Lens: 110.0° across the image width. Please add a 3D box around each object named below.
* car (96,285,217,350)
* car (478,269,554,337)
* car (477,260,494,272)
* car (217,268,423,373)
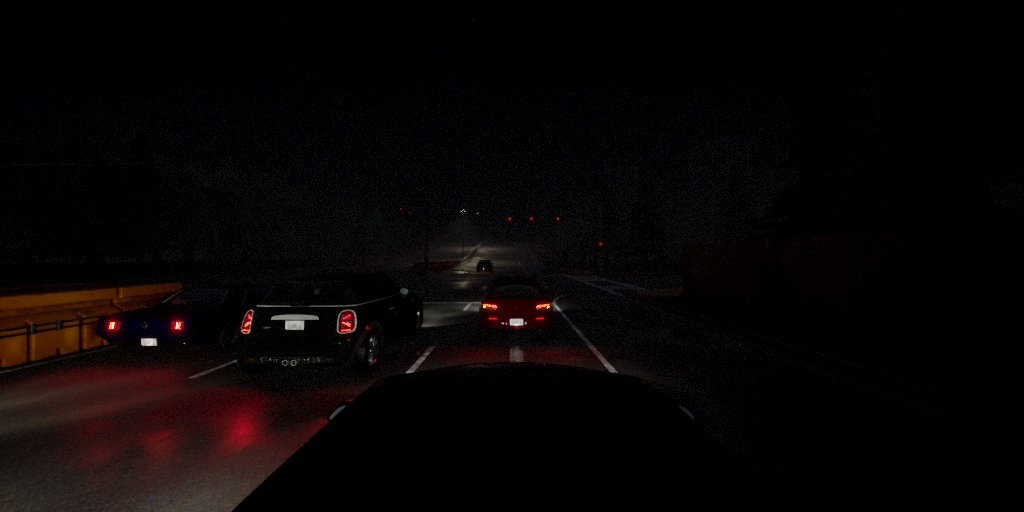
[{"bbox_3d":[-6.902,1.351,9.044,1.895,1.301,4.718,0,0,0],"label":"car"},{"bbox_3d":[0.097,1.276,10.120,1.812,1.442,4.674,0,0,0],"label":"car"},{"bbox_3d":[-3.410,1.255,45.475,1.837,1.490,4.892,0,0,0],"label":"car"},{"bbox_3d":[-3.400,1.102,7.730,2.097,1.767,4.553,0,0,0],"label":"car"}]
